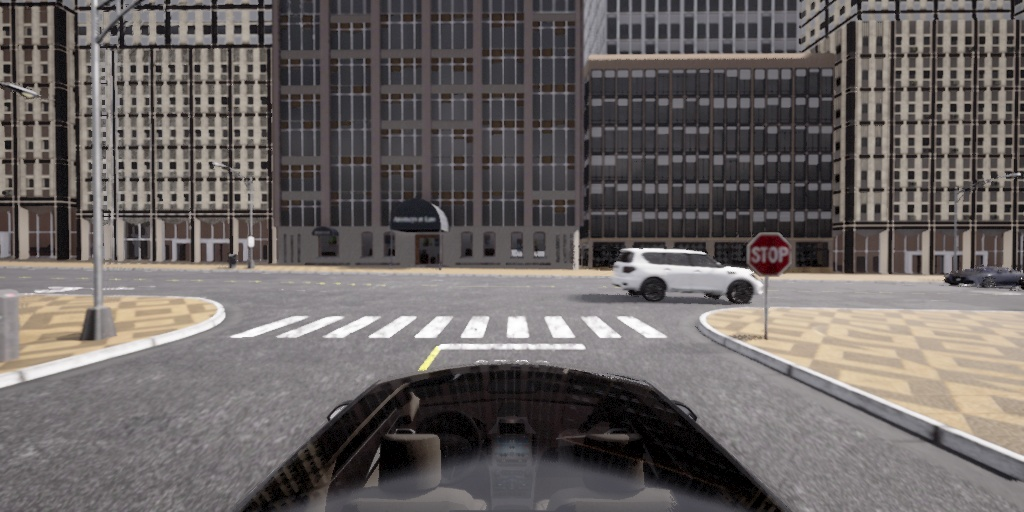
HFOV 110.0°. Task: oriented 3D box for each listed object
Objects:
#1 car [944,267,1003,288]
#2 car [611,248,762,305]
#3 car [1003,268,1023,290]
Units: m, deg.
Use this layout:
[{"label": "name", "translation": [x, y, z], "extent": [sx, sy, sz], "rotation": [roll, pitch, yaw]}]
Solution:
[{"label": "car", "translation": [32.129, 1.435, 24.190], "extent": [4.181, 1.385, 1.994], "rotation": [1, 1, 1]}, {"label": "car", "translation": [6.943, 0.756, 14.635], "extent": [5.566, 2.045, 2.150], "rotation": [2, 1, 1]}, {"label": "car", "translation": [32.791, 1.410, 20.931], "extent": [4.902, 1.511, 2.128], "rotation": [1, 1, 1]}]
